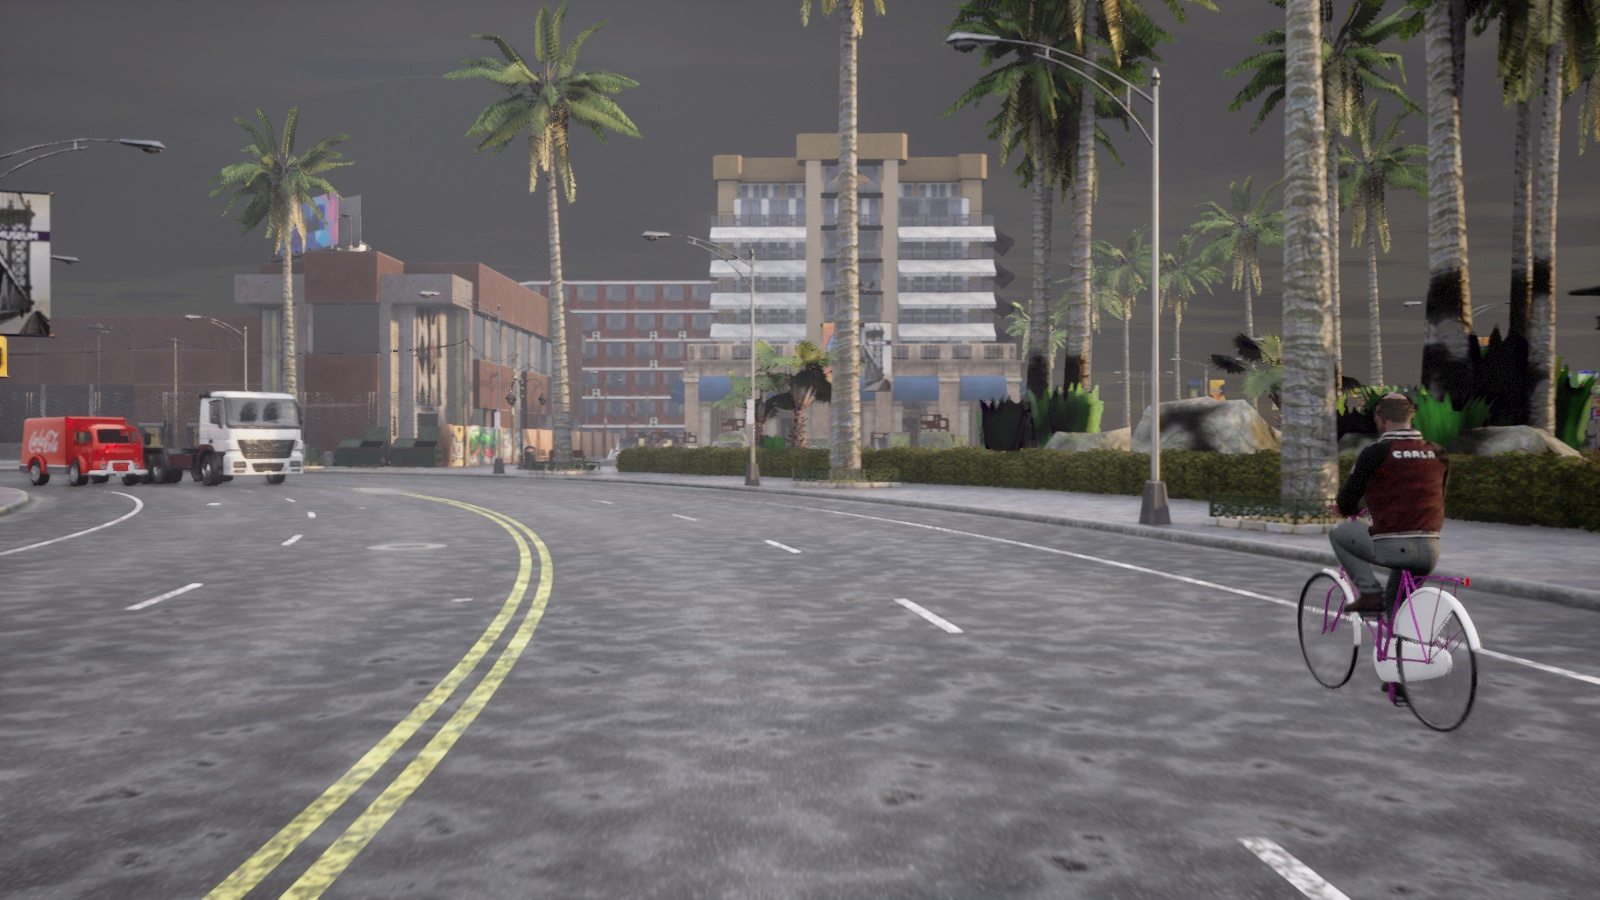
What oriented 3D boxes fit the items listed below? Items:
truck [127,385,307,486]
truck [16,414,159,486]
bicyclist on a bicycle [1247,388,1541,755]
[{"bbox_3d":[-21.830,-0.511,46.811,7.936,3.462,2.891,0,0,39],"label":"truck"},{"bbox_3d":[-25.913,-0.011,45.622,5.204,2.467,2.627,0,0,36],"label":"truck"},{"bbox_3d":[3.214,0.579,7.017,0.659,1.776,1.843,0,1,-4],"label":"bicyclist on a bicycle"}]
